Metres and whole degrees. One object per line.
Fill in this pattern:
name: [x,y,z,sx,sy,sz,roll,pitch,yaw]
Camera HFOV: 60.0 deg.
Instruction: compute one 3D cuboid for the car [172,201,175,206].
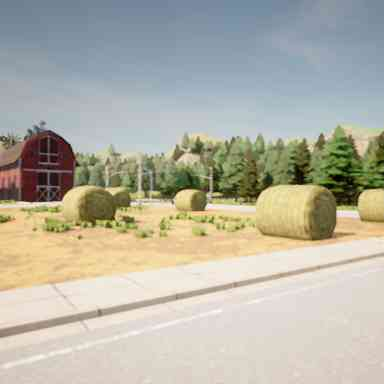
car: [-1.710,1.952,61.012,1.895,1.301,4.718,1,0,-38]
